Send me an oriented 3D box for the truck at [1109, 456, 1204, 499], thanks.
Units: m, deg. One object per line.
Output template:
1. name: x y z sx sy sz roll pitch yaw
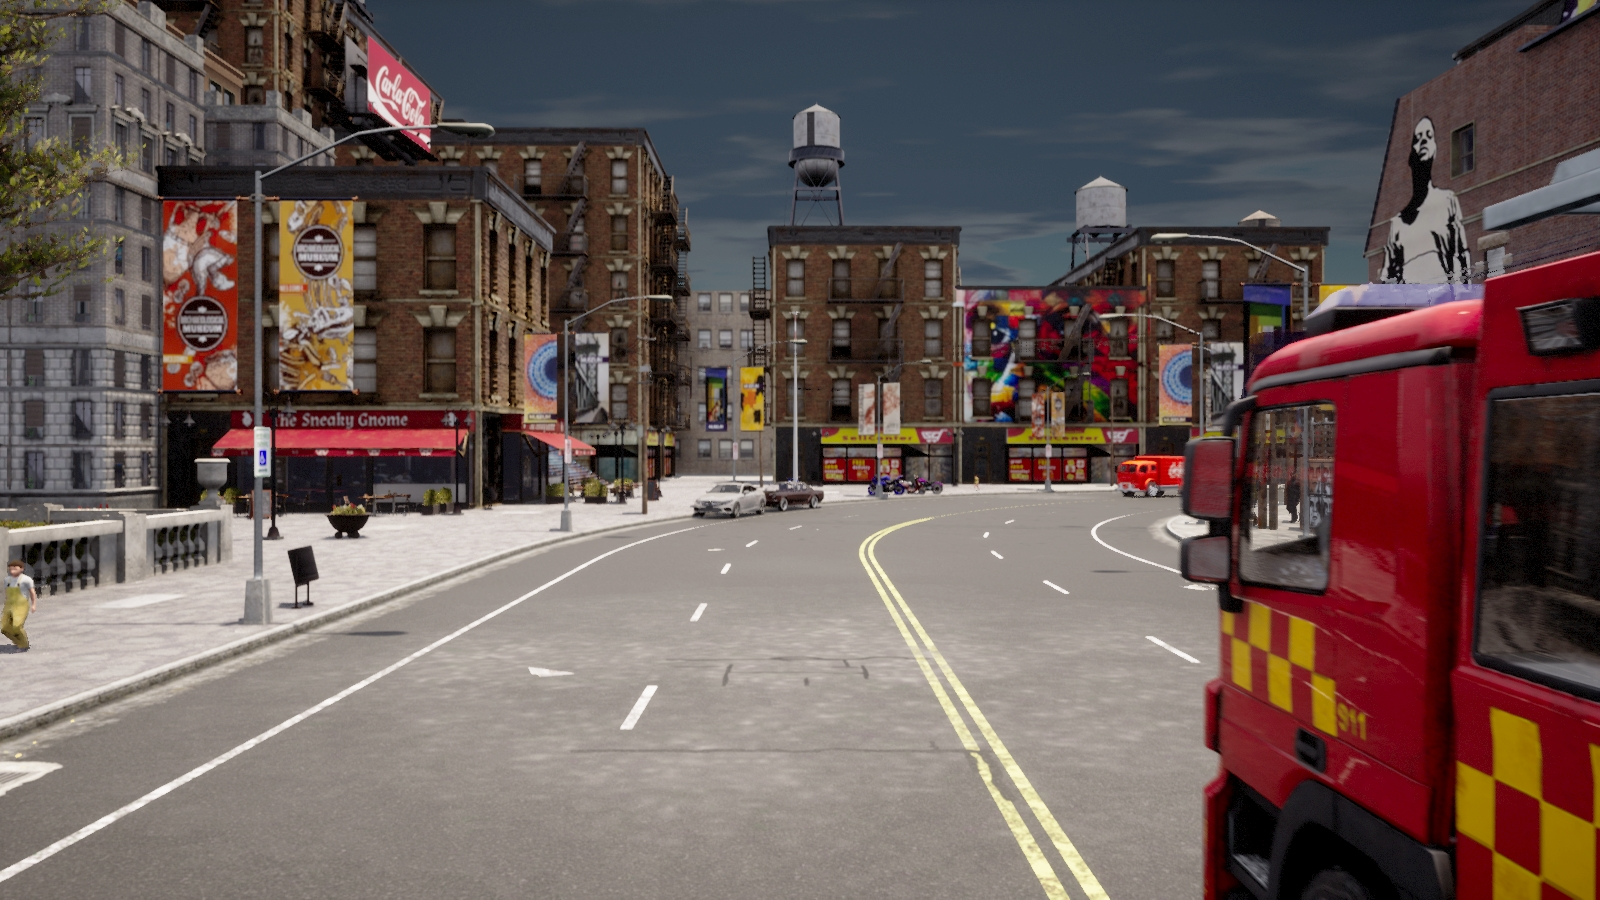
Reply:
1. truck: 21.510 1.595 68.884 5.204 2.467 2.627 0 0 -29

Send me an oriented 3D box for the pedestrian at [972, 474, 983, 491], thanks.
1. pedestrian: 11.527 2.105 74.393 0.500 1.100 0.500 0 0 -33

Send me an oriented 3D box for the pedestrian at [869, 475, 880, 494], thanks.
1. pedestrian: 4.542 2.104 69.611 0.500 1.100 0.500 0 0 -41

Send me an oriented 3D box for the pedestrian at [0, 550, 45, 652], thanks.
1. pedestrian: -10.270 1.983 15.071 0.375 1.300 0.375 0 0 0

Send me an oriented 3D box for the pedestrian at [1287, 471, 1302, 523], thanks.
1. pedestrian: 18.019 1.713 41.634 0.375 1.860 0.375 0 0 -39
